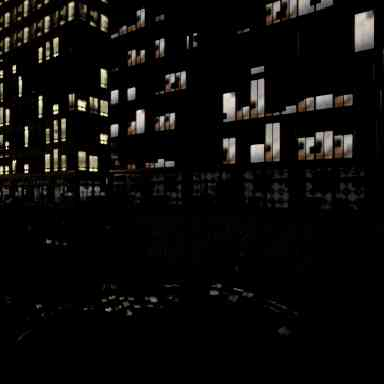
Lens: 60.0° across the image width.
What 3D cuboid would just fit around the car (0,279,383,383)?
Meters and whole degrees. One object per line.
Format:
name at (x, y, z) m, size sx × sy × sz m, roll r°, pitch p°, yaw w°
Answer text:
car at (-0.441, 1.566, 3.184) m, size 4.313 × 1.339 × 1.947 m, roll 0°, pitch 0°, yaw 36°
